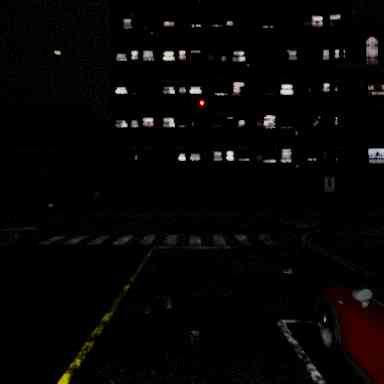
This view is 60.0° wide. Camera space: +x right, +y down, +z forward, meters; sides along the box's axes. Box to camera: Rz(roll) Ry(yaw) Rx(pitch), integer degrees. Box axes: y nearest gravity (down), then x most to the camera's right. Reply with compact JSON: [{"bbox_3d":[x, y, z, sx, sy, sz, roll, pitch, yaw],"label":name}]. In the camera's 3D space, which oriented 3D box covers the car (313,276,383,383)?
[{"bbox_3d":[2.752,1.421,3.321,1.967,1.590,4.097,1,0,0],"label":"car"}]
